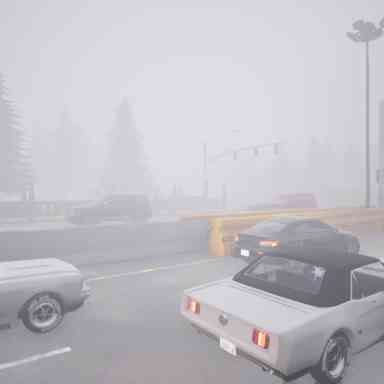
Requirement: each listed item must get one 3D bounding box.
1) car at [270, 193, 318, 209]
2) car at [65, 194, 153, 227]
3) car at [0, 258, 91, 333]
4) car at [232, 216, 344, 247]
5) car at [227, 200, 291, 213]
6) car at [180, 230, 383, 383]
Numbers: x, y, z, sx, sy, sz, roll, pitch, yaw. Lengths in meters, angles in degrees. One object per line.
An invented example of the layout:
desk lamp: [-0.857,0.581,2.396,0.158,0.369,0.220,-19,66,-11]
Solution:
car: [7.631,1.067,26.381,5.566,2.045,2.150,0,0,-35]
car: [-5.260,1.172,21.691,5.566,2.045,2.150,0,0,-35]
car: [-4.100,1.601,5.121,4.718,1.301,1.895,0,0,-35]
car: [3.321,1.473,10.375,4.674,1.442,1.812,-1,0,-35]
car: [3.309,1.435,19.139,4.674,1.442,1.812,0,0,-35]
car: [2.253,1.576,5.335,4.718,1.301,1.895,-1,0,-35]
